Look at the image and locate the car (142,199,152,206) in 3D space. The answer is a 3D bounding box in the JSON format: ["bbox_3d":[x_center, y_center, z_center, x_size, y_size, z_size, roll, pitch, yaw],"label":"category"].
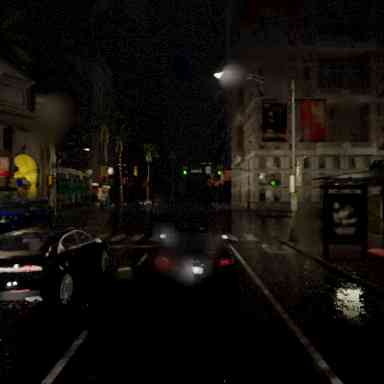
[{"bbox_3d":[-10.557,2.498,78.252,1.812,1.442,4.674,0,-1,0],"label":"car"}]

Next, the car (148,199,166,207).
[{"bbox_3d":[-7.052,2.346,68.005,2.128,1.511,4.902,0,-1,0],"label":"car"}]

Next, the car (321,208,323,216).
[{"bbox_3d":[15.429,1.888,32.944,5.008,1.535,1.882,0,-1,0],"label":"car"}]

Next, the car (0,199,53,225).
[{"bbox_3d":[-10.614,1.479,20.618,2.150,2.045,5.566,0,-1,0],"label":"car"}]

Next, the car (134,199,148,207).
[{"bbox_3d":[-10.552,2.392,68.274,2.033,1.411,5.357,0,-1,0],"label":"car"}]

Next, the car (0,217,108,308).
[{"bbox_3d":[-3.430,1.594,8.123,2.128,1.511,4.902,0,-1,0],"label":"car"}]

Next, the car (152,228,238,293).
[{"bbox_3d":[0.072,1.680,9.173,1.994,1.385,4.181,0,-1,0],"label":"car"}]

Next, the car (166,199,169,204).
[{"bbox_3d":[-7.054,2.496,78.051,1.812,1.442,4.674,0,-1,0],"label":"car"}]

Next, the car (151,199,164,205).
[{"bbox_3d":[-9.310,2.652,90.500,2.128,1.511,4.902,0,-1,13],"label":"car"}]

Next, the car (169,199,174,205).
[{"bbox_3d":[-6.216,2.575,88.164,1.882,1.535,5.008,0,-1,10],"label":"car"}]
